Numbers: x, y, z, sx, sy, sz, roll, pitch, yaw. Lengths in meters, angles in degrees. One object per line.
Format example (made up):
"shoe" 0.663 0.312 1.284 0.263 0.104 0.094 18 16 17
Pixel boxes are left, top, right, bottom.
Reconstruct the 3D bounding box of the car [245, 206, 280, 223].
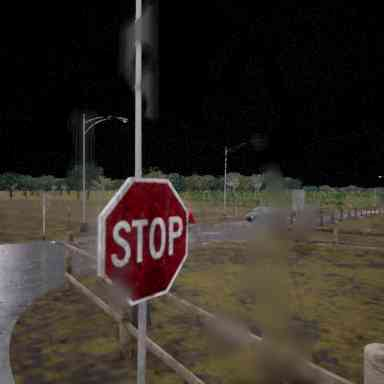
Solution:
"car" 6.923 2.148 32.183 1.837 1.490 4.892 1 -1 37

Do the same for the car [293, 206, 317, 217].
"car" 14.396 2.522 42.155 1.994 1.385 4.181 1 -1 37

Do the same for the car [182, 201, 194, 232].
"car" -2.109 1.520 20.060 2.150 2.045 5.566 1 -1 37
